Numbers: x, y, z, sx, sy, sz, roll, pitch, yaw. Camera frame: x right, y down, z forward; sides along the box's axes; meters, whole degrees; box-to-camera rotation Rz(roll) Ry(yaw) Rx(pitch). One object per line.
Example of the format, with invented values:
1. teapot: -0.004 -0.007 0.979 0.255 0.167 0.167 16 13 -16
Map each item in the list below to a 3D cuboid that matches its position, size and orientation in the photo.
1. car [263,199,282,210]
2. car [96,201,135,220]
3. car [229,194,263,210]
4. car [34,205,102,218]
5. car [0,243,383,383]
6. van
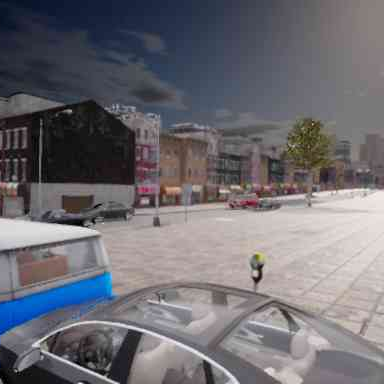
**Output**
1. car: 10.890 1.661 45.966 2.128 1.511 4.902 2 2 35
2. car: -6.673 1.523 26.370 1.837 1.490 4.892 2 1 35
3. car: 7.205 1.311 45.799 2.150 2.045 5.566 2 1 36
4. car: -7.973 1.665 19.572 1.895 1.301 4.718 2 1 36
5. car: -0.255 1.541 2.964 4.403 1.369 2.008 0 2 36
6. van: -2.962 1.314 4.885 3.998 1.788 1.690 0 2 36
